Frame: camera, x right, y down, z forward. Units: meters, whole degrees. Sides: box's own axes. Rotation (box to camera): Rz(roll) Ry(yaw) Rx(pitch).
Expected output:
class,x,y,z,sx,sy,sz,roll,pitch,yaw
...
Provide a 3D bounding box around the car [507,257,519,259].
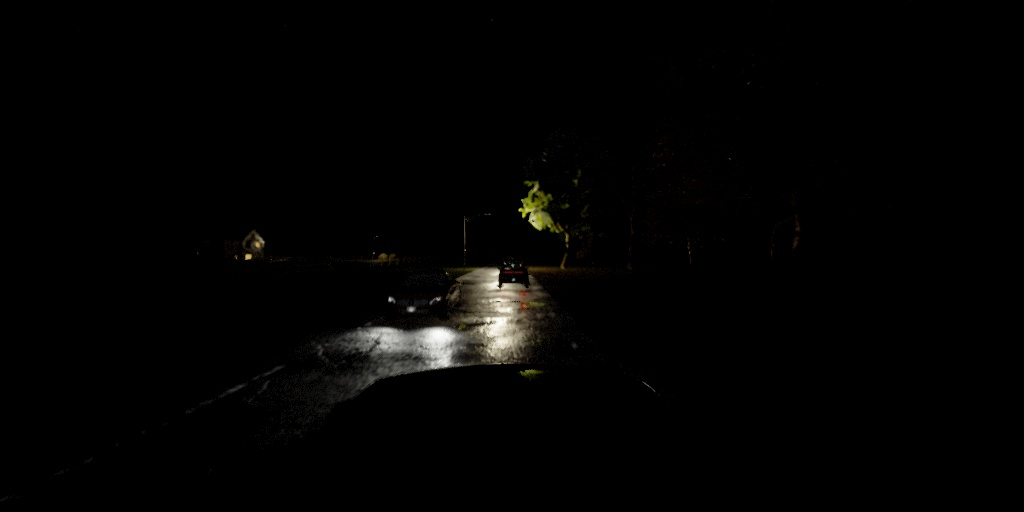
class,x,y,z,sx,sy,sz,roll,pitch,yaw
car,0.093,0.934,37.881,2.097,1.767,4.553,0,0,0

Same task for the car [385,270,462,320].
class,x,y,z,sx,sy,sz,roll,pitch,yaw
car,-2.851,1.229,12.472,1.812,1.442,4.674,0,0,0

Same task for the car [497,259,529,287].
class,x,y,z,sx,sy,sz,roll,pitch,yaw
car,0.095,1.147,23.107,2.128,1.511,4.902,0,0,0
